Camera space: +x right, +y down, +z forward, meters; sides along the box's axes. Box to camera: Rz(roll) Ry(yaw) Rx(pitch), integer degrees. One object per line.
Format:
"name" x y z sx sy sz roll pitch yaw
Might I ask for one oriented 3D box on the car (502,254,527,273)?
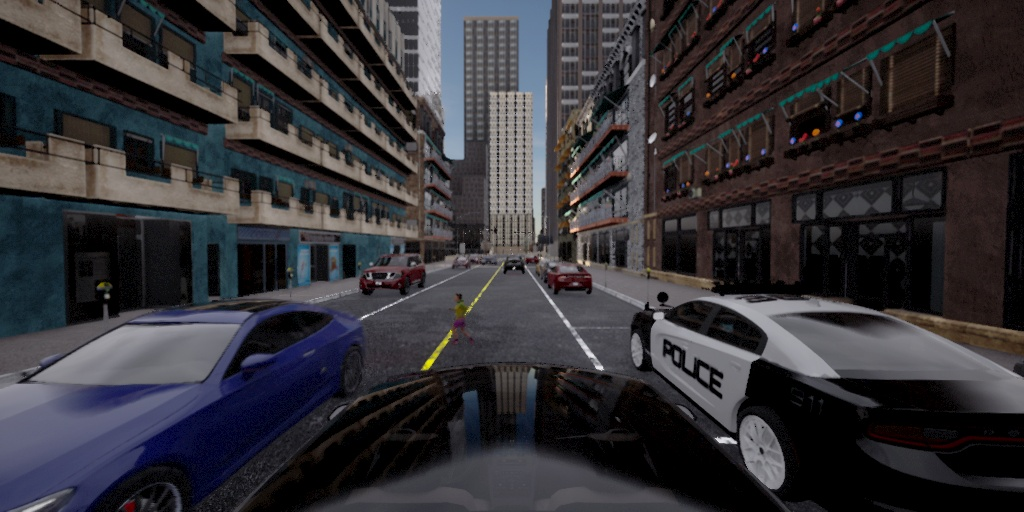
"car" 0.200 0.735 33.056 1.837 1.490 4.892 0 1 0

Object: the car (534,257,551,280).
"car" 2.765 0.943 23.191 2.007 1.370 4.403 0 0 0

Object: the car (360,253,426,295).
"car" -5.637 0.799 17.712 2.192 1.841 5.009 0 0 0

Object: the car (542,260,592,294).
"car" 2.745 1.029 17.668 1.888 1.381 4.507 0 0 0

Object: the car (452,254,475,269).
"car" -5.556 0.700 39.803 1.802 1.307 4.207 0 0 0

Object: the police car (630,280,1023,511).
"police car" 3.009 1.129 4.523 1.930 1.638 5.238 0 1 0

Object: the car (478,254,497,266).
"car" -2.929 0.572 46.463 1.994 1.385 4.181 0 1 0

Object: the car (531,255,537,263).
"car" 2.786 0.827 28.884 1.751 1.417 4.829 0 0 0

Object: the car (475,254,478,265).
"car" -5.516 0.377 50.849 1.967 1.591 4.097 0 0 0

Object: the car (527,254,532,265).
"car" 2.865 0.482 50.804 1.888 1.381 4.507 0 0 0

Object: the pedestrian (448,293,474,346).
"pedestrian" -1.052 1.327 7.546 0.500 1.100 0.500 -1 1 0

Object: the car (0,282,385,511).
"car" -3.096 1.243 3.675 1.812 1.442 4.674 0 1 0
